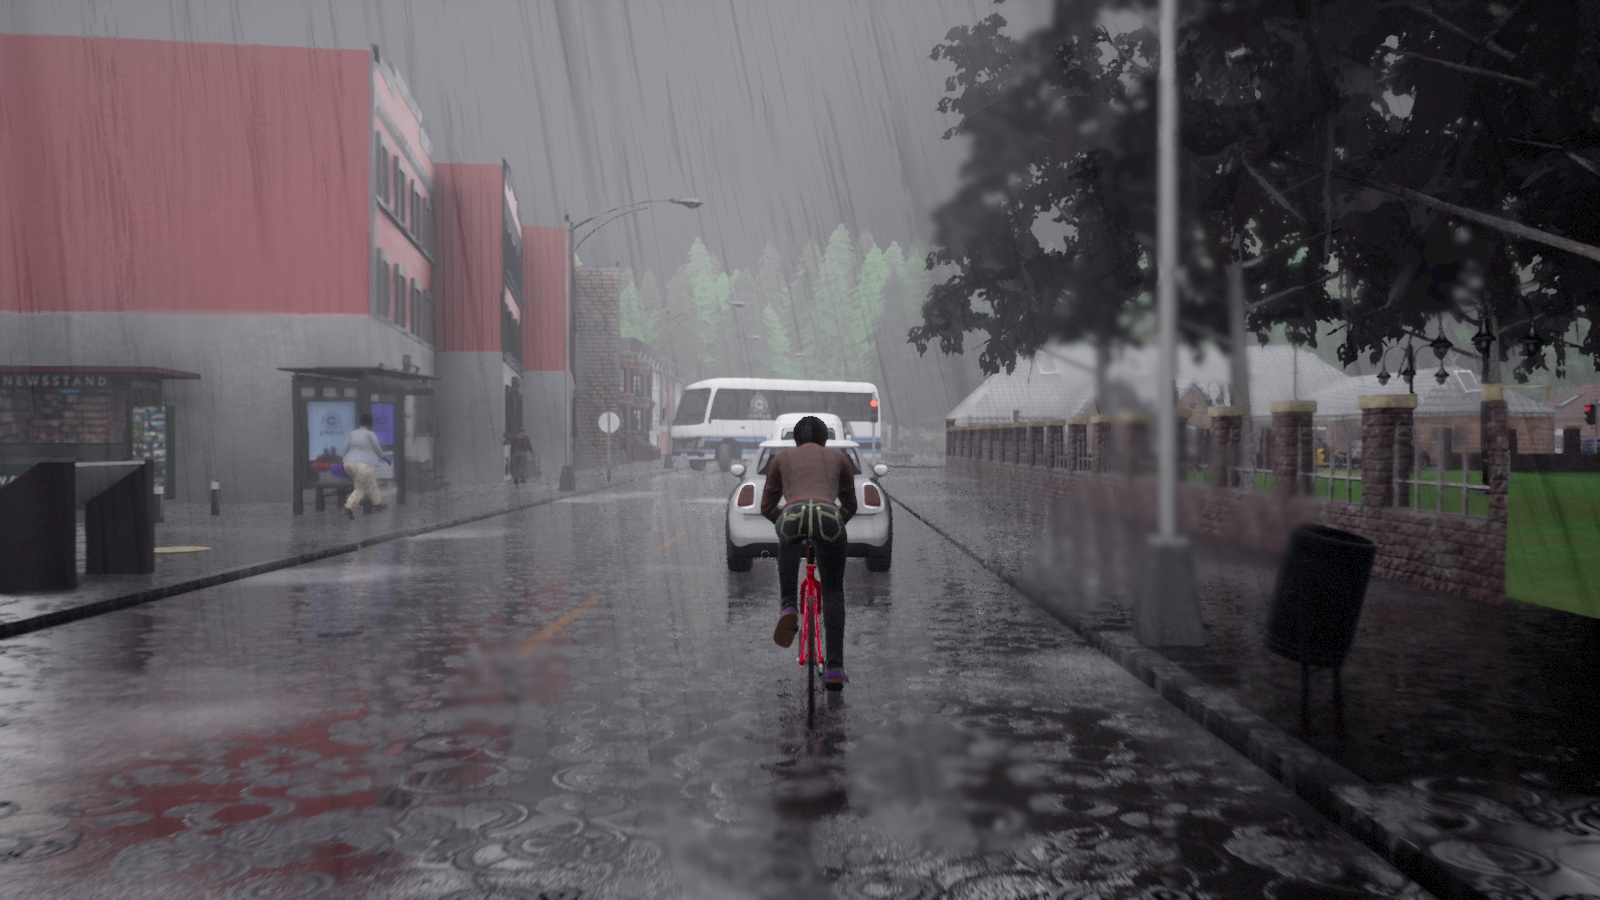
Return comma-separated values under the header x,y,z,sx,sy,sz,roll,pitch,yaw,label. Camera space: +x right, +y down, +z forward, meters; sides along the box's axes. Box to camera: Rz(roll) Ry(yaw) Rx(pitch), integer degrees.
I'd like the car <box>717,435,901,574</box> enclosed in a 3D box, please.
x,y,z,sx,sy,sz,roll,pitch,yaw,label
0.112,0.563,15.324,1.970,1.475,3.806,0,1,0,car

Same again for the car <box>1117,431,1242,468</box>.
x,y,z,sx,sy,sz,roll,pitch,yaw,label
17.295,-0.016,57.407,5.027,1.651,2.152,0,1,-1,car

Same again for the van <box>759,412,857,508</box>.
x,y,z,sx,sy,sz,roll,pitch,yaw,label
0.195,0.191,28.804,2.069,2.038,4.480,0,1,1,van

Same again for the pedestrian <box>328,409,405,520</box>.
x,y,z,sx,sy,sz,roll,pitch,yaw,label
-7.482,0.240,21.695,0.874,1.855,0.900,0,1,32,pedestrian

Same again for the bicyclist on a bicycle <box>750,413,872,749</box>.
x,y,z,sx,sy,sz,roll,pitch,yaw,label
0.058,0.632,6.880,0.582,1.620,1.656,0,0,0,bicyclist on a bicycle

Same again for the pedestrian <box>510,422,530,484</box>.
x,y,z,sx,sy,sz,roll,pitch,yaw,label
-8.484,0.081,38.065,0.376,1.854,0.720,0,1,9,pedestrian

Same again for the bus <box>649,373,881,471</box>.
x,y,z,sx,sy,sz,roll,pitch,yaw,label
-1.515,-1.199,58.714,10.273,4.253,3.944,0,0,-33,bus

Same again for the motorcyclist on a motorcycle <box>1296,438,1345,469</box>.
x,y,z,sx,sy,sz,roll,pitch,yaw,label
25.431,0.155,61.415,2.044,1.523,0.797,0,1,0,motorcyclist on a motorcycle

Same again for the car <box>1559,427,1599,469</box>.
x,y,z,sx,sy,sz,roll,pitch,yaw,label
40.530,-0.094,61.249,5.566,2.045,2.150,0,0,12,car

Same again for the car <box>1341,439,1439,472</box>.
x,y,z,sx,sy,sz,roll,pitch,yaw,label
26.913,0.227,57.357,3.633,1.501,1.845,0,1,-1,car
